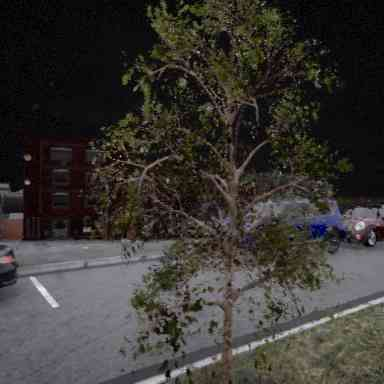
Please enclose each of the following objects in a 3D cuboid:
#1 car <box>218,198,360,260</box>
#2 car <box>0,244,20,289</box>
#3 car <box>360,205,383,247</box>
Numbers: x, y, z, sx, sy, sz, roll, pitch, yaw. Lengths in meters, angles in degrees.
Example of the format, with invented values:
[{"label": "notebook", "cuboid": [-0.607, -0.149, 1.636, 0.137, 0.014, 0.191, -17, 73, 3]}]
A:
[{"label": "car", "cuboid": [3.342, 1.241, 12.313, 5.566, 2.045, 2.435, 1, 0, -32]}, {"label": "car", "cuboid": [-5.790, 1.507, 6.096, 4.674, 1.452, 2.002, 0, 0, -35]}, {"label": "car", "cuboid": [8.085, 1.413, 15.307, 4.553, 1.767, 2.185, 1, 0, -31]}]
